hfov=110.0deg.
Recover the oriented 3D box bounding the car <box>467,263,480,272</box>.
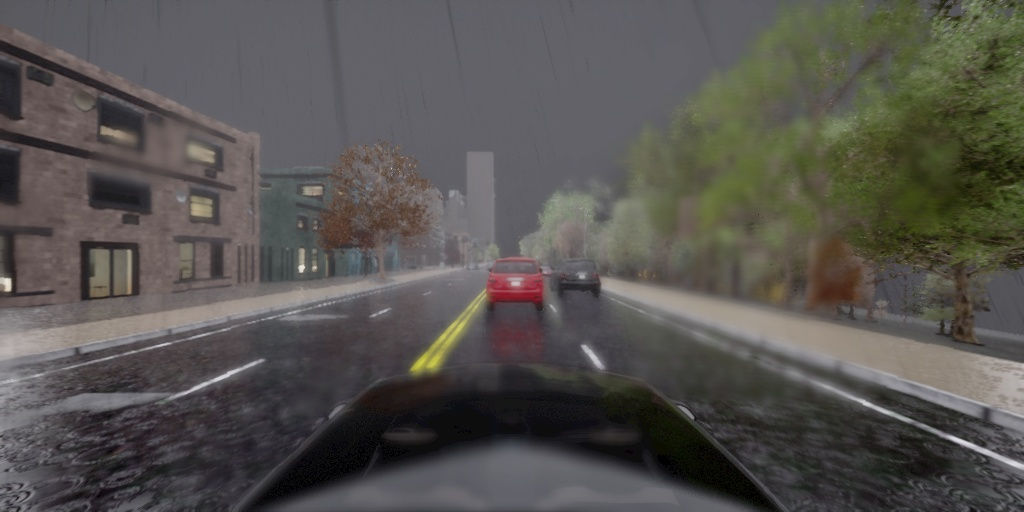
[{"bbox_3d":[-6.587,1.878,61.900,2.128,1.511,4.902,0,-1,0],"label":"car"}]

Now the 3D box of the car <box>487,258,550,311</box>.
[{"bbox_3d":[0.193,1.118,15.344,2.150,2.045,5.566,0,0,1],"label":"car"}]

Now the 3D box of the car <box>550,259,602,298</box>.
[{"bbox_3d":[3.492,1.171,20.125,2.150,2.045,5.566,0,0,1],"label":"car"}]

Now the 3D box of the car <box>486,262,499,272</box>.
[{"bbox_3d":[-3.336,1.889,62.720,2.128,1.511,4.902,0,-1,0],"label":"car"}]
